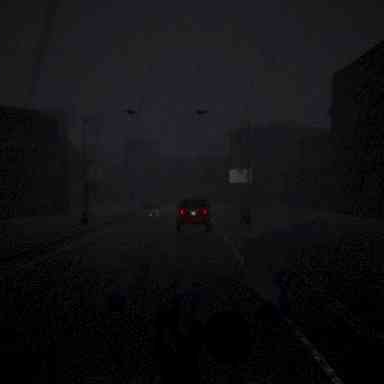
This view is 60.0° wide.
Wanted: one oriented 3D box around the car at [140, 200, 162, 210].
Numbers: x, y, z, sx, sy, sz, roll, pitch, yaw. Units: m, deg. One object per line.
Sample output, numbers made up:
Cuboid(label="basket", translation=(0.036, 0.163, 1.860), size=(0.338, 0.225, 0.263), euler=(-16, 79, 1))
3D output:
Cuboid(label="car", translation=(-5.664, 1.755, 45.390), size=(1.994, 1.385, 4.181), euler=(-1, 0, -26))

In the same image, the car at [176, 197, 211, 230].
Cuboid(label="car", translation=(0.089, 1.371, 22.467), size=(2.150, 2.045, 5.566), euler=(0, 0, 0))

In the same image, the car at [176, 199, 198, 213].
Cuboid(label="car", translation=(-0.707, 1.634, 41.375), size=(2.128, 1.511, 4.902), euler=(0, 0, -9))
